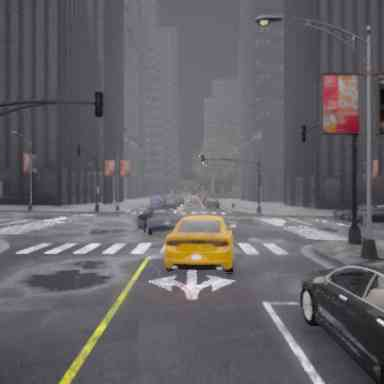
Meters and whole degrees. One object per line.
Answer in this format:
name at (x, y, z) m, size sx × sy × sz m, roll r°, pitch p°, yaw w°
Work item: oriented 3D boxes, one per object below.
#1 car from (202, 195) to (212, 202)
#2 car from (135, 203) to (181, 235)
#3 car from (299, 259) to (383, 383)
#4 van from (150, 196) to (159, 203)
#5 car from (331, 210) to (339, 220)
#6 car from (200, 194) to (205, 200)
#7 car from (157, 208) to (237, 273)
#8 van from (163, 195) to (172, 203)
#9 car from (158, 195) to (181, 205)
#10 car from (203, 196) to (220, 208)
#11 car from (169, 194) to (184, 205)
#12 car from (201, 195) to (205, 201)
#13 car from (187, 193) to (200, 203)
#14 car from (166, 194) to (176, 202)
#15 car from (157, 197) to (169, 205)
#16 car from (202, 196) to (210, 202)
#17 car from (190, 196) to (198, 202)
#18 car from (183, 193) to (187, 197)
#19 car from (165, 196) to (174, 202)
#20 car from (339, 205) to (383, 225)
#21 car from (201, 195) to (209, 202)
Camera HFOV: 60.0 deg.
car at (2.990, 1.619, 52.182) m, size 1.752 × 1.417 × 4.829 m, roll 0°, pitch 0°, yaw 1°
car at (-1.999, 1.596, 19.315) m, size 1.994 × 1.385 × 4.181 m, roll 0°, pitch 0°, yaw -20°
car at (2.762, 1.558, 4.316) m, size 2.008 × 1.369 × 4.403 m, roll 0°, pitch 0°, yaw 0°
van at (-5.536, 1.434, 52.085) m, size 1.690 × 1.788 × 3.998 m, roll 0°, pitch 0°, yaw 1°
car at (14.899, 1.886, 29.698) m, size 4.674 × 1.442 × 1.812 m, roll 1°, pitch 0°, yaw 2°
car at (3.086, 1.430, 63.038) m, size 2.192 × 1.841 × 5.009 m, roll 0°, pitch 0°, yaw 1°
car at (0.411, 1.495, 10.836) m, size 1.882 × 1.535 × 5.008 m, roll 0°, pitch 0°, yaw 7°
van at (-5.342, 1.478, 74.134) m, size 1.690 × 1.788 × 3.998 m, roll 0°, pitch 0°, yaw 1°
car at (-2.913, 1.555, 44.160) m, size 1.882 × 1.535 × 5.008 m, roll 0°, pitch 0°, yaw 1°
car at (2.940, 1.633, 46.499) m, size 2.008 × 1.369 × 4.403 m, roll 0°, pitch 0°, yaw 1°
car at (-2.803, 1.588, 53.735) m, size 2.128 × 1.511 × 4.902 m, roll 0°, pitch 0°, yaw 1°
car at (3.037, 1.655, 57.524) m, size 2.008 × 1.369 × 4.403 m, roll 0°, pitch 0°, yaw 1°
car at (0.419, 1.615, 74.099) m, size 1.882 × 1.535 × 5.008 m, roll 0°, pitch 0°, yaw 1°
car at (-5.245, 1.475, 85.159) m, size 2.192 × 1.841 × 5.009 m, roll 0°, pitch 0°, yaw 1°
car at (-5.440, 1.680, 63.109) m, size 1.947 × 1.339 × 4.313 m, roll 0°, pitch 0°, yaw 1°
car at (3.232, 1.674, 79.746) m, size 1.752 × 1.417 × 4.829 m, roll 0°, pitch 0°, yaw 1°
car at (0.510, 1.698, 84.440) m, size 2.033 × 1.411 × 5.357 m, roll 0°, pitch 0°, yaw 1°
car at (-2.667, 1.339, 64.332) m, size 2.150 × 2.045 × 5.566 m, roll 0°, pitch 0°, yaw 1°
car at (-5.294, 1.693, 79.646) m, size 1.887 × 1.381 × 4.507 m, roll 0°, pitch 0°, yaw 1°
car at (14.749, 1.851, 26.438) m, size 4.892 × 1.490 × 1.837 m, roll 1°, pitch 0°, yaw 1°
car at (3.279, 1.600, 85.089) m, size 1.967 × 1.590 × 4.097 m, roll 0°, pitch 0°, yaw 1°
